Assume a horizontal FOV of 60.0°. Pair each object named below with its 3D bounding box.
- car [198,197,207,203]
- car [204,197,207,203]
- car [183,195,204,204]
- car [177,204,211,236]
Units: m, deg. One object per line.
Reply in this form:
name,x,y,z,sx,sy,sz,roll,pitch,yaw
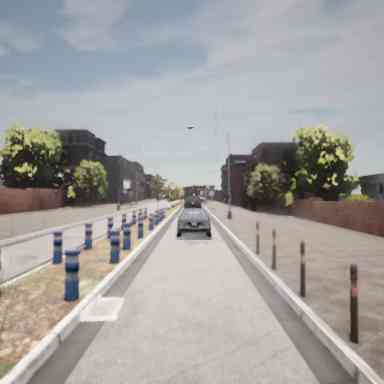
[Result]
car,3.013,2.198,95.419,2.231,1.521,4.892,0,0,0
car,3.012,2.155,89.772,2.231,1.521,4.892,0,0,0
car,0.108,1.479,42.548,2.150,2.045,5.566,0,0,0
car,0.098,1.631,18.888,2.033,1.411,5.357,0,0,0
